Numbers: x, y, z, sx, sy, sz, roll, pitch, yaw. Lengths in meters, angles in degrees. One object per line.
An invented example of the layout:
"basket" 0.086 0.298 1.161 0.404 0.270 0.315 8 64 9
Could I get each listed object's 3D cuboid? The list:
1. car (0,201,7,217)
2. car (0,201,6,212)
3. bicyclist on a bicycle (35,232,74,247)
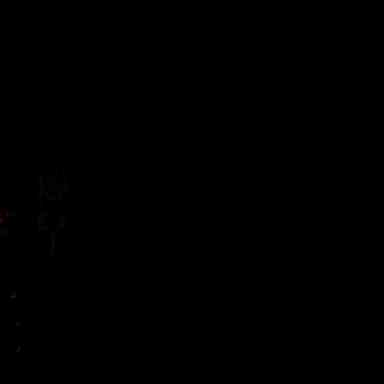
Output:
"car" -21.030 1.845 35.568 1.837 1.490 4.892 1 -3 -29
"car" -27.510 2.020 47.245 1.812 1.442 4.674 1 -1 -29
"bicyclist on a bicycle" -6.105 1.663 14.892 1.656 1.620 0.582 4 -2 -29
